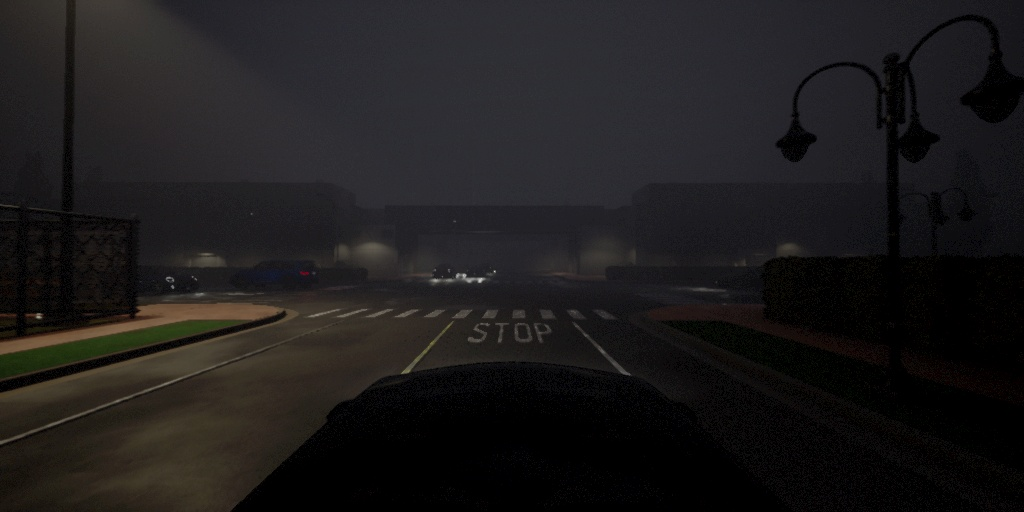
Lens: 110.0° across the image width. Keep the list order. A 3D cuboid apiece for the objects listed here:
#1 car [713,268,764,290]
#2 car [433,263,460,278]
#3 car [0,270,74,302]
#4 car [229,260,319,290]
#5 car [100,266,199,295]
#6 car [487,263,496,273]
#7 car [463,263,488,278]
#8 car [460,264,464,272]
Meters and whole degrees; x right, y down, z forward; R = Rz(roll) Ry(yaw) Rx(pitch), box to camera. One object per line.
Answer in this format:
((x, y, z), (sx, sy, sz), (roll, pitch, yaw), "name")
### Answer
((16.804, 1.585, 25.255), (4.892, 1.490, 1.837), (0, -1, 0), "car")
((-7.743, 1.645, 41.458), (2.097, 1.767, 4.553), (0, -1, 0), "car")
((-25.411, 1.461, 18.216), (5.008, 1.535, 1.882), (0, -1, 1), "car")
((-16.704, 1.301, 25.418), (5.566, 2.045, 2.150), (0, -1, 0), "car")
((-21.782, 1.382, 21.688), (4.553, 1.767, 2.097), (0, -1, 0), "car")
((-4.213, 1.854, 57.178), (2.097, 1.767, 4.553), (0, -1, 0), "car")
((-4.243, 1.872, 42.547), (1.994, 1.385, 4.181), (0, -1, 0), "car")
((-7.717, 1.982, 56.259), (2.128, 1.511, 4.902), (0, -1, 0), "car")
